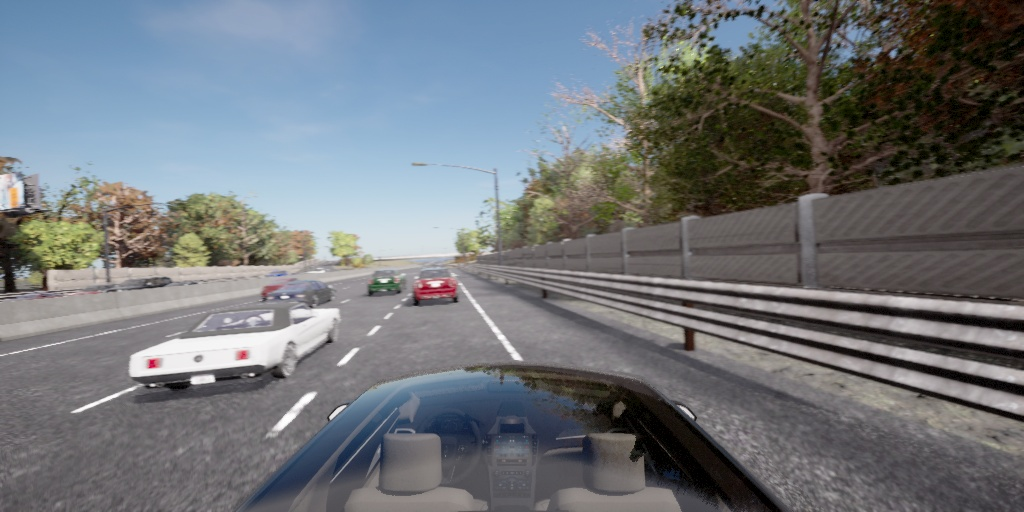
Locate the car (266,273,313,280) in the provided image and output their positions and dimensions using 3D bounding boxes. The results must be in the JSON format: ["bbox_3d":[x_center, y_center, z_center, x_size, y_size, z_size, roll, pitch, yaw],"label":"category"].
[{"bbox_3d":[-15.787,2.274,25.242,1.812,1.442,4.674,-3,0,-11],"label":"car"}]

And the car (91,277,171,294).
[{"bbox_3d":[-31.179,2.871,30.158,2.150,2.045,5.566,-3,0,-11],"label":"car"}]

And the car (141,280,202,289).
[{"bbox_3d":[-27.549,2.947,29.847,1.837,1.490,4.892,-3,-1,-11],"label":"car"}]

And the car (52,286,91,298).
[{"bbox_3d":[-34.729,3.203,30.149,2.097,1.767,4.553,-3,0,-11],"label":"car"}]

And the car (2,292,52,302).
[{"bbox_3d":[-37.984,3.596,28.656,1.994,1.385,4.181,-3,0,-11],"label":"car"}]

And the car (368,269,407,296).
[{"bbox_3d":[-8.669,1.693,25.187,2.097,1.767,4.553,-3,0,-11],"label":"car"}]

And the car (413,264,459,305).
[{"bbox_3d":[-3.950,1.395,18.671,2.097,1.767,4.553,-3,0,-11],"label":"car"}]

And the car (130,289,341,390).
[{"bbox_3d":[-5.300,1.678,7.826,1.895,1.301,4.718,-3,0,-11],"label":"car"}]

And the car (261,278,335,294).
[{"bbox_3d":[-11.050,1.999,19.139,2.033,1.411,5.357,-3,0,-11],"label":"car"}]
